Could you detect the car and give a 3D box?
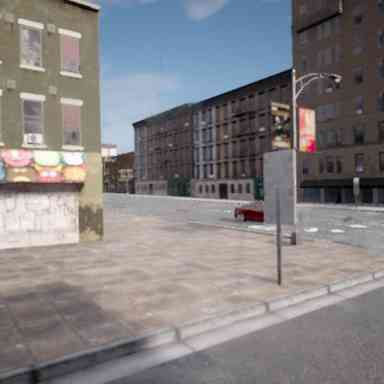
[{"bbox_3d":[4.975,1.385,22.455,1.882,1.535,5.008,-2,2,-36],"label":"car"}]
